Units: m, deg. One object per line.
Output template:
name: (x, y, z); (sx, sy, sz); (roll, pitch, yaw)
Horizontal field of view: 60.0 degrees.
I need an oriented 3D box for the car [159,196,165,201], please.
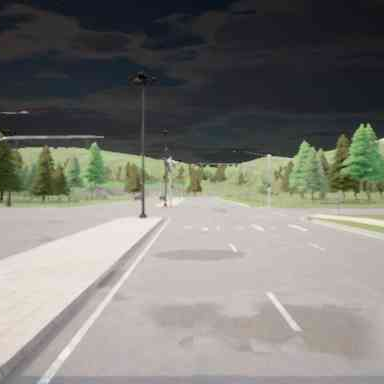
car: (-8.439, 1.731, 95.232); (2.033, 1.411, 5.357); (0, 0, 0)
